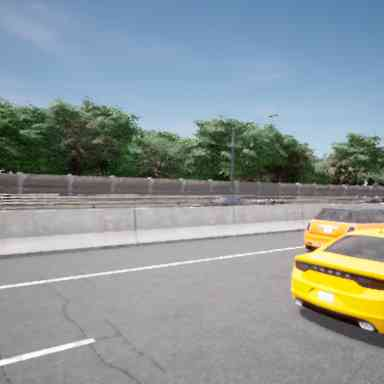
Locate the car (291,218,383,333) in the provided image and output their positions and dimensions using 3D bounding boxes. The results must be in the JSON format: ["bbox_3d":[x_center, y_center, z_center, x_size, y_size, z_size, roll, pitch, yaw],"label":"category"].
[{"bbox_3d":[4.090,1.467,6.505,5.008,1.535,1.882,1,1,-35],"label":"car"}]

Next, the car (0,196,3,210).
[{"bbox_3d":[-16.010,0.624,22.492,5.566,2.045,2.150,1,1,-35],"label":"car"}]

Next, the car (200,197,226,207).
[{"bbox_3d":[3.308,1.214,31.532,5.357,1.411,2.033,1,1,-34],"label":"car"}]

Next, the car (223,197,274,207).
[{"bbox_3d":[5.341,1.343,28.685,4.718,1.301,1.895,1,1,-34],"label":"car"}]

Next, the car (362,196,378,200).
[{"bbox_3d":[28.713,1.425,53.501,4.902,1.511,2.128,1,1,-34],"label":"car"}]

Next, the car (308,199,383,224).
[{"bbox_3d":[6.256,1.312,12.258,4.553,1.767,2.097,1,1,-35],"label":"car"}]

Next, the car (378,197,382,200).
[{"bbox_3d":[30.752,1.570,50.671,4.181,1.385,1.994,1,1,-34],"label":"car"}]
